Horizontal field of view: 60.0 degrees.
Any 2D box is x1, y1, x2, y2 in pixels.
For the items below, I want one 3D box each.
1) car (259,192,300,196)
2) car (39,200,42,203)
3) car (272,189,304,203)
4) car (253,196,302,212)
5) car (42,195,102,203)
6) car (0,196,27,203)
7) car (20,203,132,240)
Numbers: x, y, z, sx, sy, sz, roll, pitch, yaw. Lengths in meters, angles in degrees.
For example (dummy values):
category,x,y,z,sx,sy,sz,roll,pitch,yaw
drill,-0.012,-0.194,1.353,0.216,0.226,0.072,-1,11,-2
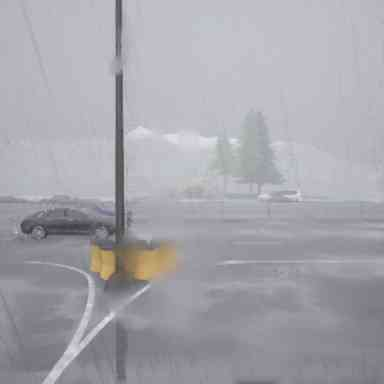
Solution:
category,x,y,z,sx,sy,sz,roll,pitch,yaw
car,9.154,1.066,37.052,4.674,1.442,1.812,0,1,0
car,-16.230,1.055,40.662,4.674,1.442,1.812,0,1,0
car,10.687,0.702,40.531,5.566,2.045,2.150,0,1,0
car,7.011,1.265,30.070,4.718,1.301,1.895,0,1,0
car,-5.853,1.223,19.420,4.553,1.767,2.097,0,1,0
car,-20.978,1.124,37.182,4.674,1.442,1.812,0,1,0
car,-5.546,1.435,15.921,4.892,1.490,1.837,0,1,0
